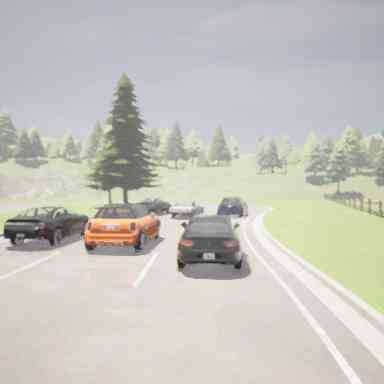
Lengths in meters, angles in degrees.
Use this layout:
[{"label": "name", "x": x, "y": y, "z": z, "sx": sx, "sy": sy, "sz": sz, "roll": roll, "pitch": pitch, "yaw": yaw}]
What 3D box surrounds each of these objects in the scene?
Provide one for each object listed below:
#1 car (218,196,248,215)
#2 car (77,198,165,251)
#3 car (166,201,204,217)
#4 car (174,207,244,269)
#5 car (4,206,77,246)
[{"label": "car", "x": 3.618, "y": 1.160, "z": 28.852, "sx": 2.097, "sy": 1.767, "sz": 4.553, "roll": 0, "pitch": 0, "yaw": 16}, {"label": "car", "x": -2.671, "y": 1.253, "z": 13.785, "sx": 2.097, "sy": 1.767, "sz": 4.553, "roll": 0, "pitch": 1, "yaw": 5}, {"label": "car", "x": -0.296, "y": 1.408, "z": 27.935, "sx": 1.895, "sy": 1.301, "sz": 4.718, "roll": 0, "pitch": 0, "yaw": 15}, {"label": "car", "x": 0.582, "y": 1.452, "z": 10.748, "sx": 1.812, "sy": 1.442, "sz": 4.674, "roll": 0, "pitch": 1, "yaw": 4}, {"label": "car", "x": -6.105, "y": 1.378, "z": 14.680, "sx": 2.128, "sy": 1.511, "sz": 4.902, "roll": 0, "pitch": 0, "yaw": 5}]
